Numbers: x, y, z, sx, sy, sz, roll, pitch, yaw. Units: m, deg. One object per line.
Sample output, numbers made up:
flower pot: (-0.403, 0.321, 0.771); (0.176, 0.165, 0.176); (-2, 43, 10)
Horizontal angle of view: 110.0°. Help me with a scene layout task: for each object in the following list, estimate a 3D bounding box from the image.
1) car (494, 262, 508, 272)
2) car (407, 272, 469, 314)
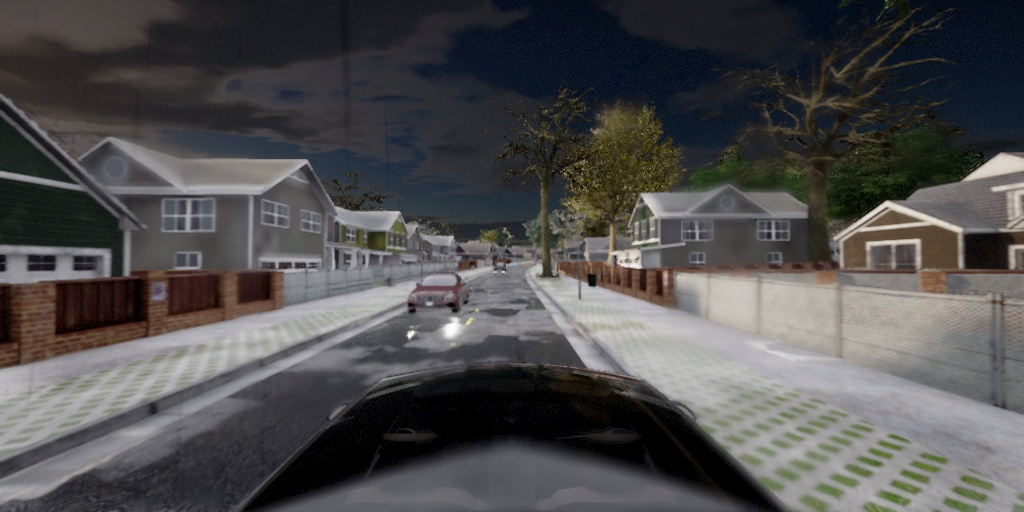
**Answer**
car: (-1.859, 1.740, 57.911); (1.812, 1.442, 4.674); (0, 0, 4)
car: (-2.842, 1.412, 14.684); (1.812, 1.442, 4.674); (0, -1, 0)
